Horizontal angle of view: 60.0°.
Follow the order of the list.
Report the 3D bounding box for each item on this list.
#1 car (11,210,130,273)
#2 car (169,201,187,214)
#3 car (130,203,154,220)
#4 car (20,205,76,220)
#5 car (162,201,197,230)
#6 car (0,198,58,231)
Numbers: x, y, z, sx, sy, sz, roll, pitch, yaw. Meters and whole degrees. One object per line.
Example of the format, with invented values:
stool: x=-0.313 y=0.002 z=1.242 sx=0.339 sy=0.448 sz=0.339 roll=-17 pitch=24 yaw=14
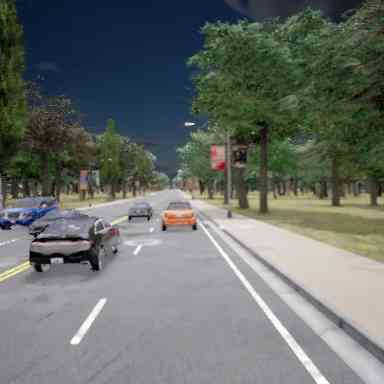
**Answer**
car: x=-3.587 y=1.565 z=10.982 sx=2.128 sy=1.511 sz=4.902 roll=-1 pitch=0 yaw=-3
car: x=-1.588 y=1.705 z=38.030 sx=1.895 sy=1.301 sz=4.718 roll=-1 pitch=0 yaw=-3
car: x=-4.426 y=1.672 z=29.188 sx=2.033 sy=1.411 sz=5.357 roll=-1 pitch=0 yaw=-3
car: x=-7.413 y=1.693 z=19.065 sx=2.033 sy=1.411 sz=5.357 roll=-1 pitch=0 yaw=-3
car: x=-0.832 y=1.406 z=21.645 sx=2.097 sy=1.767 sz=4.553 roll=-1 pitch=0 yaw=-2
car: x=-10.837 y=1.424 z=22.676 sx=2.150 sy=2.045 sz=5.566 roll=-1 pitch=0 yaw=-3
